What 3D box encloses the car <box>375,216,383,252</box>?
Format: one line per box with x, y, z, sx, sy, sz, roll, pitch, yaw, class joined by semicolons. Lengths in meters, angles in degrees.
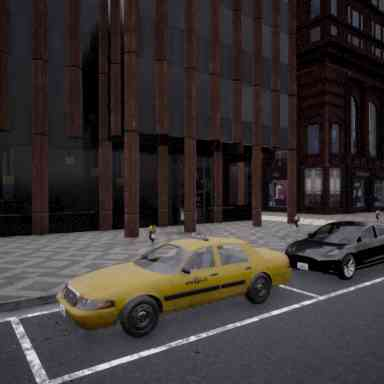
9.265;1.585;13.235;4.206;1.307;1.802;0;0;-35;car

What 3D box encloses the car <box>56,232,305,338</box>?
-0.060;1.525;6.601;4.829;1.417;1.752;0;0;-35;car

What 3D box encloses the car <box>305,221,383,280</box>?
4.672;1.567;9.967;4.313;1.339;1.947;0;0;-35;car
